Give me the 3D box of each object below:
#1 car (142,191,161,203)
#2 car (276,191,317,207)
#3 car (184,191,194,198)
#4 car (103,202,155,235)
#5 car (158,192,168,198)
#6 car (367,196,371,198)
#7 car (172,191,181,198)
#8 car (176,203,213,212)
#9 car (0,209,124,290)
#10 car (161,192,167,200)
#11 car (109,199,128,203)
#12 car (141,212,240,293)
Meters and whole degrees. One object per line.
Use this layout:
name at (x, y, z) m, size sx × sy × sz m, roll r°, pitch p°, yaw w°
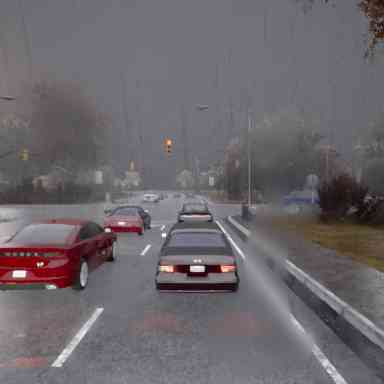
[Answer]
car at (-7.053, 0.781, 56.521) m, size 2.150 × 2.045 × 5.566 m, roll 0°, pitch 0°, yaw 0°
car at (13.792, 0.896, 43.207) m, size 5.566 × 2.045 × 2.150 m, roll 0°, pitch 1°, yaw -4°
car at (-0.436, 0.716, 86.199) m, size 2.128 × 1.511 × 4.902 m, roll 0°, pitch 1°, yaw -4°
car at (-3.387, 1.458, 18.001) m, size 1.994 × 1.385 × 4.181 m, roll 0°, pitch 0°, yaw 0°
car at (-7.357, 0.749, 84.475) m, size 2.128 × 1.511 × 4.902 m, roll 0°, pitch 1°, yaw -2°
car at (24.093, 1.217, 43.784) m, size 5.357 × 1.411 × 2.033 m, roll 0°, pitch 1°, yaw -3°
car at (-3.936, 0.788, 86.116) m, size 1.895 × 1.301 × 4.718 m, roll 0°, pitch 1°, yaw -4°
car at (0.141, 1.380, 18.632) m, size 2.128 × 1.511 × 4.902 m, roll 0°, pitch 0°, yaw -1°
car at (-3.392, 1.445, 9.014) m, size 1.882 × 1.535 × 5.008 m, roll 0°, pitch 0°, yaw 0°
car at (-6.987, 0.947, 69.864) m, size 2.128 × 1.511 × 4.902 m, roll 0°, pitch 1°, yaw 0°
car at (-7.079, 1.374, 31.909) m, size 1.895 × 1.301 × 4.718 m, roll 0°, pitch 0°, yaw 0°
car at (0.106, 1.516, 8.940) m, size 2.033 × 1.411 × 5.357 m, roll 0°, pitch 0°, yaw 0°
